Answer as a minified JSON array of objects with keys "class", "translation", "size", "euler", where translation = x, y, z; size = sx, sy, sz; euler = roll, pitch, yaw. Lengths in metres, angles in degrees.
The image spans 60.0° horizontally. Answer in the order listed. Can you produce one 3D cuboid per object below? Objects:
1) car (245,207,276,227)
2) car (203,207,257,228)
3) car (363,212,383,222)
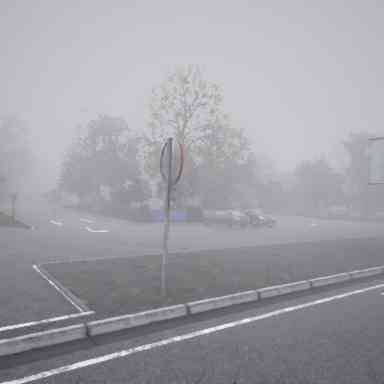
[{"class":"car","translation":[5.467,2.211,30.407],"size":[2.185,1.767,4.553],"euler":[3,-2,-35]},{"class":"car","translation":[2.915,2.245,28.518],"size":[2.002,1.452,4.674],"euler":[3,-2,-36]},{"class":"car","translation":[25.350,3.397,44.389],"size":[2.002,1.452,4.674],"euler":[3,-2,-35]}]
